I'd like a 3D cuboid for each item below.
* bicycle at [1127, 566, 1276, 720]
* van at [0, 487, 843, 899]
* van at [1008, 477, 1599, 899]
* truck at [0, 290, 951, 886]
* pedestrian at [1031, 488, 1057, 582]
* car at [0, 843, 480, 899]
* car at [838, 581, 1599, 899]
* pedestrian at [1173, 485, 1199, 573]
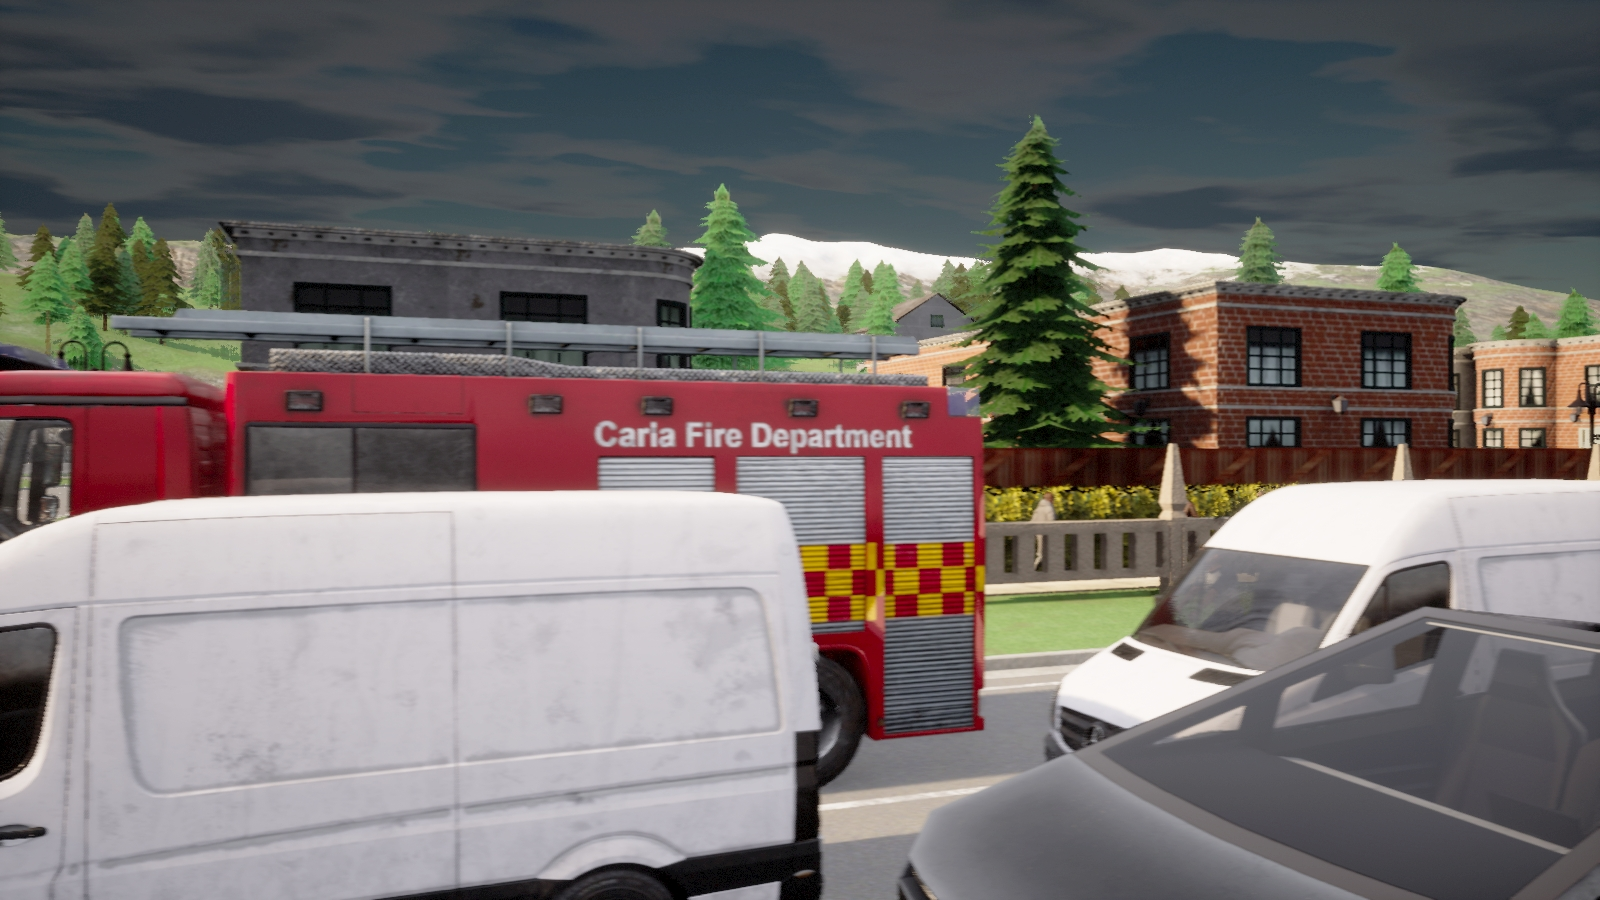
[{"bbox_3d":[4.343,2.056,12.328,1.643,1.496,0.373,0,0,-20],"label":"bicycle"},{"bbox_3d":[-2.891,1.535,5.968,5.915,2.561,1.988,0,0,-20],"label":"van"},{"bbox_3d":[4.697,1.534,8.727,5.915,2.561,1.988,0,0,-20],"label":"van"},{"bbox_3d":[-3.200,0.891,9.579,8.468,3.827,2.891,0,0,-20],"label":"truck"},{"bbox_3d":[4.920,1.696,23.024,0.375,1.860,0.375,0,0,-14],"label":"pedestrian"},{"bbox_3d":[-2.780,2.066,2.290,4.193,1.474,1.816,0,0,-20],"label":"car"},{"bbox_3d":[3.510,1.754,4.576,6.274,2.098,2.390,0,0,-20],"label":"car"},{"bbox_3d":[8.338,1.698,24.672,0.375,1.860,0.375,0,0,-25],"label":"pedestrian"}]
